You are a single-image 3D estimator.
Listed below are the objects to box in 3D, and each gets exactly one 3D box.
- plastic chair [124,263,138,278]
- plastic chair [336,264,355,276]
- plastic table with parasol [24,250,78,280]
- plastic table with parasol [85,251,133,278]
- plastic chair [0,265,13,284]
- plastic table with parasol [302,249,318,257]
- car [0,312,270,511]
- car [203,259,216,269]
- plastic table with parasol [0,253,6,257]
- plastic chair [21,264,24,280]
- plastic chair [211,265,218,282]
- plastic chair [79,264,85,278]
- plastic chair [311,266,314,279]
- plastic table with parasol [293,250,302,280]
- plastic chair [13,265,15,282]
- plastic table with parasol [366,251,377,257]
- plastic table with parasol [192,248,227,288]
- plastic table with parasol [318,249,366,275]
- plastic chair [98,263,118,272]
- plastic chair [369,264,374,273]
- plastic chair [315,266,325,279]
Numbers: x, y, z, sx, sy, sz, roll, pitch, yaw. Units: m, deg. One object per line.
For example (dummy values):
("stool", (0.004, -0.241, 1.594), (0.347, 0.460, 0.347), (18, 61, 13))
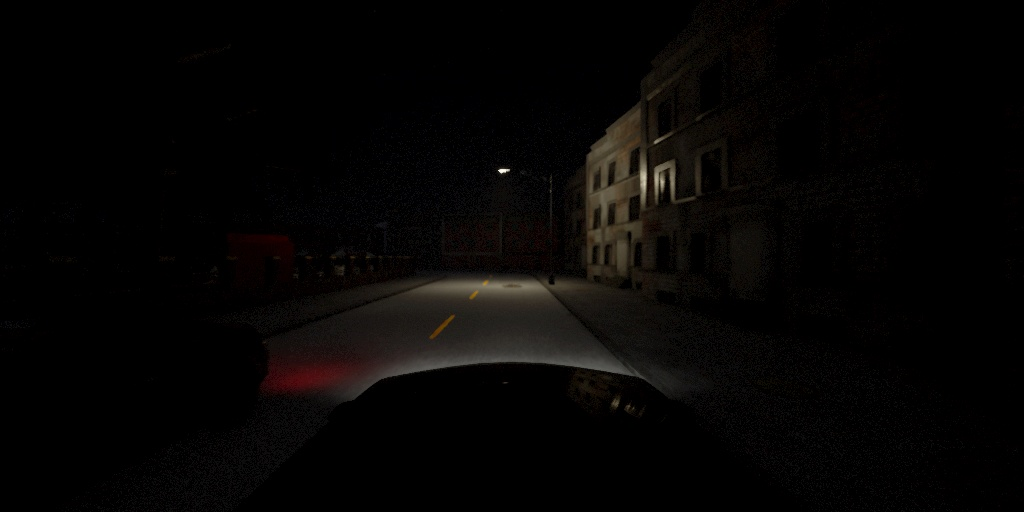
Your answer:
("plastic chair", (-34.041, 1.285, 32.209), (0.730, 1.272, 0.750), (0, 0, -40))
("plastic chair", (-12.315, 1.340, 26.482), (0.750, 1.272, 0.730), (0, 0, -40))
("plastic table with parasol", (-39.539, 0.734, 31.043), (2.482, 2.480, 2.482), (0, 0, -40))
("plastic table with parasol", (-35.048, 0.699, 31.474), (2.482, 2.480, 2.482), (0, 0, -40))
("plastic chair", (-33.685, 1.214, 23.549), (0.730, 1.272, 0.750), (0, 0, -42))
("plastic table with parasol", (-16.912, 0.704, 29.430), (2.482, 2.480, 2.482), (0, 0, -40))
("car", (-4.087, 1.276, 2.895), (1.812, 1.442, 4.674), (0, 0, 0))
("car", (-32.495, 1.100, 41.106), (4.553, 1.767, 2.097), (0, 0, 0))
("plastic table with parasol", (-34.568, 0.671, 22.837), (2.482, 2.480, 2.482), (0, 0, -41))
("plastic chair", (-40.514, 1.338, 30.143), (0.730, 1.272, 0.750), (0, 0, -35))
("plastic chair", (-19.690, 1.267, 24.273), (0.750, 1.272, 0.730), (0, 0, -44))
("plastic chair", (-36.023, 1.310, 30.574), (0.730, 1.272, 0.750), (0, 0, -35))
("plastic chair", (-16.181, 1.337, 28.429), (0.750, 1.272, 0.730), (0, 0, -40))
("plastic table with parasol", (-15.693, 0.735, 23.657), (2.482, 2.480, 2.482), (0, 0, -40))
("plastic chair", (-37.527, 1.310, 26.546), (0.730, 1.272, 0.750), (0, 0, -40))
("plastic table with parasol", (-13.262, 0.736, 31.831), (2.482, 2.480, 2.482), (0, 0, 0))
("plastic table with parasol", (-20.509, 0.674, 25.120), (2.482, 2.480, 2.482), (0, 0, -38))
("plastic table with parasol", (-13.046, 0.736, 27.482), (2.482, 2.480, 2.482), (0, 0, -40))
("plastic chair", (-34.316, 1.274, 30.476), (0.750, 1.272, 0.730), (0, 0, -40))
("plastic chair", (-12.009, 1.340, 31.731), (0.730, 1.272, 0.750), (0, 0, 0))
("plastic chair", (-14.021, 1.339, 26.582), (0.730, 1.272, 0.750), (0, 0, -35))
